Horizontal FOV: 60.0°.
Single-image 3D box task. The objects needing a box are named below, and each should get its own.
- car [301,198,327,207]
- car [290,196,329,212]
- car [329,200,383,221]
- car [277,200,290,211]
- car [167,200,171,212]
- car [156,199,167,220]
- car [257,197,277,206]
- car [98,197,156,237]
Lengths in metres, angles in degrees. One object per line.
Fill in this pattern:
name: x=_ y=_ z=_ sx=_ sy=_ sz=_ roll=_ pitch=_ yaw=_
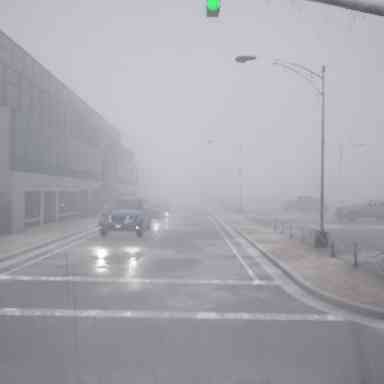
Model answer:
car: x=21.264 y=1.827 z=58.014 sx=3.806 sy=1.475 sz=1.970 roll=1 pitch=0 yaw=0
car: x=14.141 y=1.413 z=39.498 sx=3.866 sy=1.878 sz=1.905 roll=1 pitch=0 yaw=0
car: x=14.154 y=1.472 z=26.704 sx=5.027 sy=1.636 sz=2.152 roll=1 pitch=0 yaw=0
car: x=13.726 y=1.433 z=42.403 sx=4.605 sy=1.855 sz=1.932 roll=1 pitch=0 yaw=0
car: x=-3.597 y=1.645 z=40.620 sx=1.812 sy=1.442 sz=4.674 roll=1 pitch=0 yaw=0
car: x=-3.611 y=1.581 z=29.334 sx=1.882 sy=1.535 sz=5.008 roll=1 pitch=0 yaw=0
car: x=13.841 y=1.736 z=60.987 sx=3.633 sy=1.501 sz=1.845 roll=1 pitch=0 yaw=0
car: x=-3.602 y=1.311 z=18.946 sx=2.150 sy=2.045 sz=5.566 roll=1 pitch=0 yaw=0
